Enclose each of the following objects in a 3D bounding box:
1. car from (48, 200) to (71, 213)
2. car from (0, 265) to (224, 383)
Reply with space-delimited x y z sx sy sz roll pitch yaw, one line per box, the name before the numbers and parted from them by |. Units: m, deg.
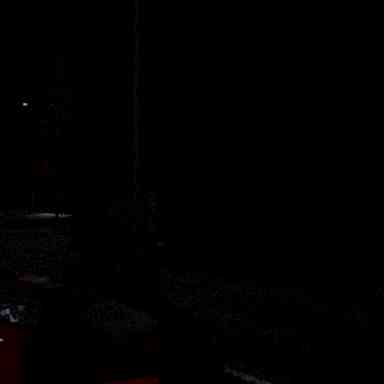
car | -12.688 1.506 35.993 2.033 1.411 5.357 0 0 35
car | -1.621 1.574 4.014 4.206 1.307 1.802 0 0 36
